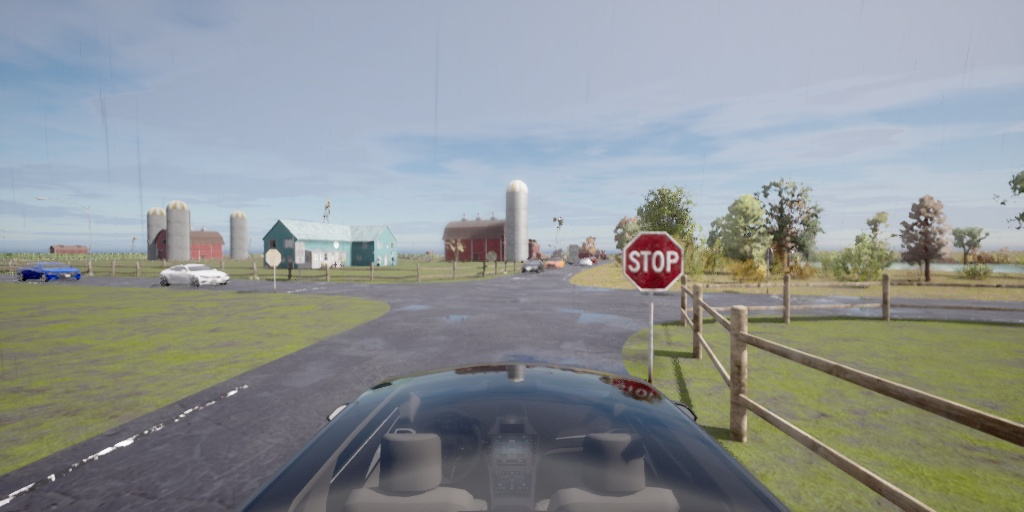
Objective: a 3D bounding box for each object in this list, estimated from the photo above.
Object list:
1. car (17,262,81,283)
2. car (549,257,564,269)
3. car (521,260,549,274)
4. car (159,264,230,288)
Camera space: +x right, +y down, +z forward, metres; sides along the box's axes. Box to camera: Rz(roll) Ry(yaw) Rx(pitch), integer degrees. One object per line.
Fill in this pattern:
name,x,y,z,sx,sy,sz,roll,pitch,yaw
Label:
car,-36.871,1.251,28.570,5.008,1.535,1.882,0,1,17
car,6.198,0.992,51.947,2.097,1.767,4.553,0,0,18
car,2.342,1.157,39.210,2.128,1.511,4.902,0,0,15
car,-20.999,1.270,23.657,4.674,1.442,1.812,0,1,17
